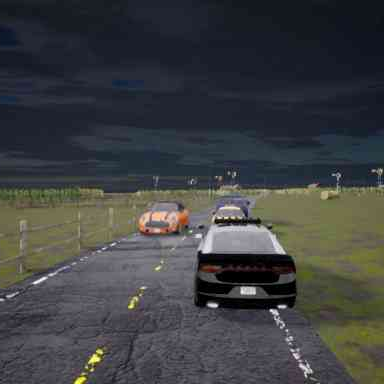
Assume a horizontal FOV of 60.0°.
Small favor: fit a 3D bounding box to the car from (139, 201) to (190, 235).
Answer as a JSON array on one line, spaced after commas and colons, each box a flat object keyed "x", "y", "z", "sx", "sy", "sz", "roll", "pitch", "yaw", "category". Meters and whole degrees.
[{"x": -1.434, "y": 1.341, "z": 18.819, "sx": 2.097, "sy": 1.767, "sz": 4.553, "roll": 0, "pitch": 0, "yaw": 8, "category": "car"}]

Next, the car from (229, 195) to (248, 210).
[{"x": 6.190, "y": 1.309, "z": 43.886, "sx": 2.097, "sy": 1.767, "sz": 4.553, "roll": 0, "pitch": 0, "yaw": 12, "category": "car"}]

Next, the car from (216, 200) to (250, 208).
[{"x": 2.048, "y": 1.444, "z": 17.952, "sx": 1.801, "sy": 1.575, "sz": 5.366, "roll": 0, "pitch": 0, "yaw": 7, "category": "car"}]

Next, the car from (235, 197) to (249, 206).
[{"x": 8.118, "y": 1.507, "z": 53.628, "sx": 1.994, "sy": 1.385, "sz": 4.181, "roll": 0, "pitch": 0, "yaw": 12, "category": "car"}]

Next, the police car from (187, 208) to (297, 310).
[{"x": 1.087, "y": 1.423, "z": 8.071, "sx": 1.930, "sy": 1.638, "sz": 5.238, "roll": 0, "pitch": 0, "yaw": 4, "category": "police car"}]

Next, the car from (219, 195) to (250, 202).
[{"x": 2.915, "y": 1.206, "z": 23.636, "sx": 2.150, "sy": 2.045, "sz": 5.566, "roll": 0, "pitch": 0, "yaw": 10, "category": "car"}]

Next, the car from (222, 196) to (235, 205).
[{"x": 6.427, "y": 1.463, "z": 58.778, "sx": 1.812, "sy": 1.442, "sz": 4.674, "roll": 0, "pitch": 0, "yaw": 12, "category": "car"}]
